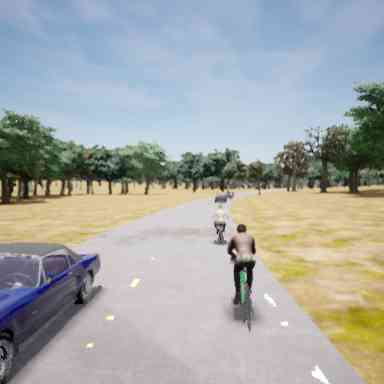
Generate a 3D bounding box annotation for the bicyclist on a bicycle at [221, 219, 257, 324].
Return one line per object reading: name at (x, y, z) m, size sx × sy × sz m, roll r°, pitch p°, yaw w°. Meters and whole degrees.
bicyclist on a bicycle at (0.933, 1.420, 6.133) m, size 0.582 × 1.620 × 1.656 m, roll 0°, pitch 0°, yaw 1°

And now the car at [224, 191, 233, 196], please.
car at (10.307, 0.294, 94.054) m, size 1.895 × 1.301 × 4.718 m, roll 1°, pitch 1°, yaw 16°

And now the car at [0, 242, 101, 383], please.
car at (-3.007, 1.570, 5.250) m, size 1.895 × 1.301 × 4.718 m, roll 0°, pitch 0°, yaw 1°

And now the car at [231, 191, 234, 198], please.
car at (8.186, 0.719, 73.421) m, size 1.895 × 1.301 × 4.718 m, roll 1°, pitch 1°, yaw 13°

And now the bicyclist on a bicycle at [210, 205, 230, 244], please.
bicyclist on a bicycle at (1.223, 1.345, 14.348) m, size 0.866 × 1.612 × 1.509 m, roll 0°, pitch 0°, yaw 2°

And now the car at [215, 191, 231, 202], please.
car at (4.961, 0.919, 56.097) m, size 2.128 × 1.511 × 4.902 m, roll 0°, pitch 1°, yaw 9°
